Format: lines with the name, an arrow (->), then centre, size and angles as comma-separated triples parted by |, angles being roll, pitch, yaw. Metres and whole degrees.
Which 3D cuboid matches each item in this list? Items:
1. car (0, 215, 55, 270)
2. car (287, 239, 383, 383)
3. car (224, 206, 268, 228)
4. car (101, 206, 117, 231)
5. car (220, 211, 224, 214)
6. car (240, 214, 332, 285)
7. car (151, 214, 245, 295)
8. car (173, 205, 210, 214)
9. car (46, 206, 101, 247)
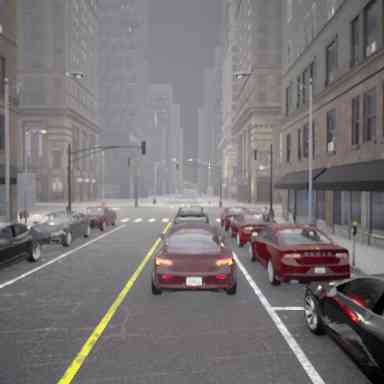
car -> -5.794, 1.561, 9.314 | 1.947, 1.339, 4.313 | -1, 0, 0
car -> 2.746, 1.564, 3.831 | 1.947, 1.339, 4.313 | -1, 0, 0
car -> 2.717, 1.537, 14.841 | 1.887, 1.381, 4.507 | -1, 0, 0
car -> -5.823, 1.534, 20.325 | 1.887, 1.381, 4.507 | -1, 0, 0
car -> 2.702, 1.534, 20.347 | 1.887, 1.381, 4.507 | -1, 0, 0
car -> 2.731, 1.539, 9.336 | 1.887, 1.381, 4.507 | -1, 0, 0
car -> 0.048, 1.521, 8.592 | 1.812, 1.442, 4.674 | 0, 0, 0
car -> -0.016, 1.482, 18.365 | 2.128, 1.511, 4.902 | 0, 0, 1
car -> -5.808, 1.543, 14.819 | 2.008, 1.369, 4.403 | -1, 0, 0
